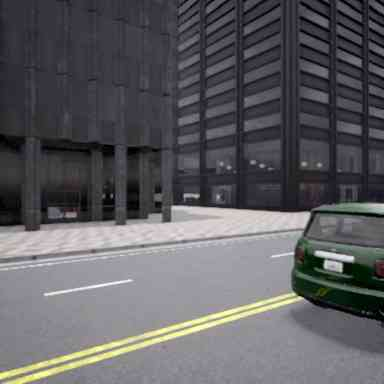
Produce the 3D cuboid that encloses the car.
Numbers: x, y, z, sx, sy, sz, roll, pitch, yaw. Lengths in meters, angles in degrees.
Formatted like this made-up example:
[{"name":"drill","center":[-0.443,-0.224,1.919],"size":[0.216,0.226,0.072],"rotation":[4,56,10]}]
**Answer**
[{"name":"car","center":[4.402,1.222,6.654],"size":[5.566,2.045,2.150],"rotation":[0,0,-34]}]
